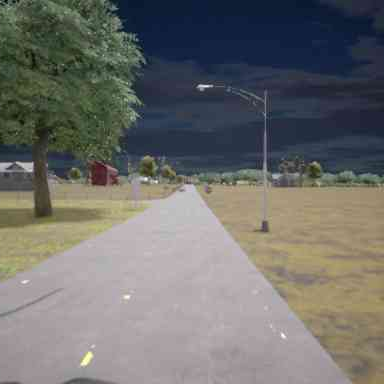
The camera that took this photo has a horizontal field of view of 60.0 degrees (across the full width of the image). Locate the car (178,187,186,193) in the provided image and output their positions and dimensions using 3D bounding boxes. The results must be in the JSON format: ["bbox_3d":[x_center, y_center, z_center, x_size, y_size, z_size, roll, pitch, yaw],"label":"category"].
[{"bbox_3d":[-2.884,-0.655,95.214,1.882,1.535,5.008,0,2,0],"label":"car"}]
